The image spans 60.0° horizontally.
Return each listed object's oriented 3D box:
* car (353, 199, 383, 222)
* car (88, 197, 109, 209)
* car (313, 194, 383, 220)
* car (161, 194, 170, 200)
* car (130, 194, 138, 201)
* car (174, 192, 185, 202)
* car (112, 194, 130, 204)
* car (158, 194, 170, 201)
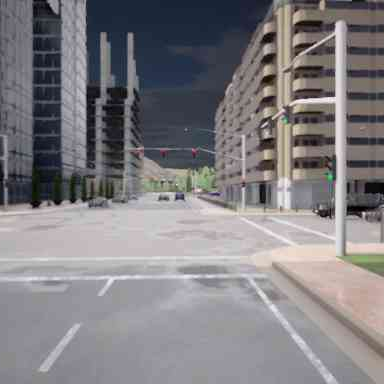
[{"bbox_3d":[14.615,1.456,23.660,4.902,1.511,2.128,0,0,-2],"label":"car"},{"bbox_3d":[-12.192,1.376,43.441,1.837,1.490,4.892,0,0,-2],"label":"car"},{"bbox_3d":[12.839,1.175,27.087,5.566,2.045,2.150,0,0,-2],"label":"car"},{"bbox_3d":[-6.558,1.213,82.060,1.882,1.535,5.008,0,0,-2],"label":"car"},{"bbox_3d":[-13.276,1.264,74.476,1.812,1.442,4.674,0,0,-2],"label":"car"},{"bbox_3d":[-2.656,0.992,71.466,2.150,2.045,5.566,0,0,-2],"label":"car"},{"bbox_3d":[-12.728,1.174,58.536,2.097,1.767,4.553,0,0,-2],"label":"car"},{"bbox_3d":[-6.177,1.123,71.972,2.097,1.767,4.553,0,0,-2],"label":"car"}]
